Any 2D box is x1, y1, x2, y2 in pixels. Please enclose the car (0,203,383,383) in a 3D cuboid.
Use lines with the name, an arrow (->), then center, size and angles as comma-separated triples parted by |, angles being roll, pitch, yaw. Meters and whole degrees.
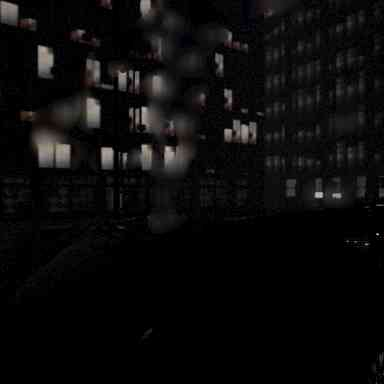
car -> -0.130, 1.213, 2.973 | 5.566, 2.045, 2.150 | 0, 0, -36
